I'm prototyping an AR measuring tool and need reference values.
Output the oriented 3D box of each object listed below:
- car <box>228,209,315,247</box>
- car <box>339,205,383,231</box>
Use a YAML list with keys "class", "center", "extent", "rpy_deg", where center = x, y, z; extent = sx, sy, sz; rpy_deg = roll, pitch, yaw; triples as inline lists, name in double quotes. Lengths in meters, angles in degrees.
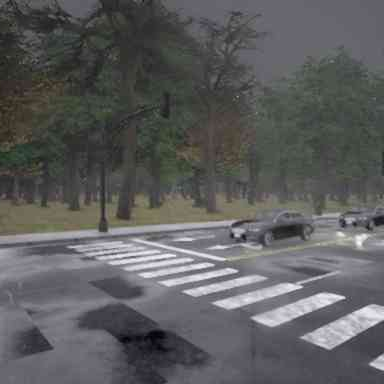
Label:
- class: "car"
  center: [3.772, 1.549, 15.430]
  extent: [4.902, 1.511, 2.128]
  rpy_deg: [0, 0, -39]
- class: "car"
  center: [11.304, 1.576, 21.368]
  extent: [4.902, 1.511, 2.128]
  rpy_deg: [0, 0, -38]
